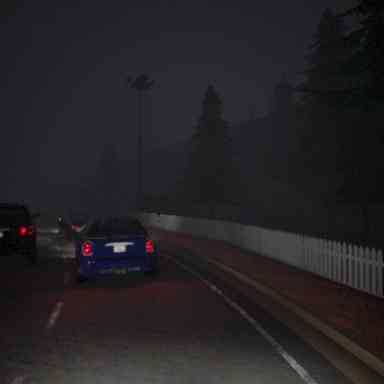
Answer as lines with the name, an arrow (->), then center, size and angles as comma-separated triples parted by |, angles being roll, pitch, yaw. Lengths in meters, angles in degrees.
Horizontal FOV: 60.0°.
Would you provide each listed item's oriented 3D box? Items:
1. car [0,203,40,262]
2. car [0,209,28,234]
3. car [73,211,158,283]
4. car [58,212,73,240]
car -> -7.011, 1.404, 12.503 | 2.150, 2.045, 5.566 | 0, 0, -25
car -> -12.289, 1.893, 22.409 | 1.994, 1.385, 4.181 | 0, -1, -29
car -> -2.532, 1.490, 10.450 | 2.097, 1.767, 4.553 | 0, -1, -19
car -> -6.377, 1.802, 18.875 | 2.033, 1.411, 5.357 | 0, -1, -28
